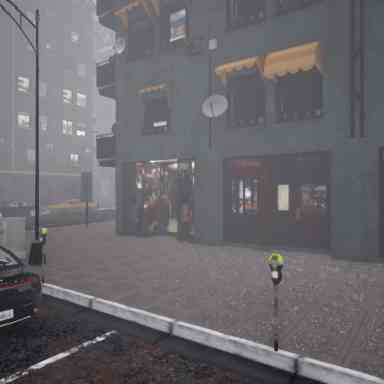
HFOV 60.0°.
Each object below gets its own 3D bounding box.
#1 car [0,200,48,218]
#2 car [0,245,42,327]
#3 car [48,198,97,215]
[{"bbox_3d":[-14.076,1.350,26.060,2.008,1.369,4.403,1,1,35],"label":"car"},{"bbox_3d":[-4.487,1.551,6.062,4.403,1.369,2.008,0,0,35],"label":"car"},{"bbox_3d":[-10.992,1.250,30.489,1.752,1.417,4.829,1,1,35],"label":"car"}]
